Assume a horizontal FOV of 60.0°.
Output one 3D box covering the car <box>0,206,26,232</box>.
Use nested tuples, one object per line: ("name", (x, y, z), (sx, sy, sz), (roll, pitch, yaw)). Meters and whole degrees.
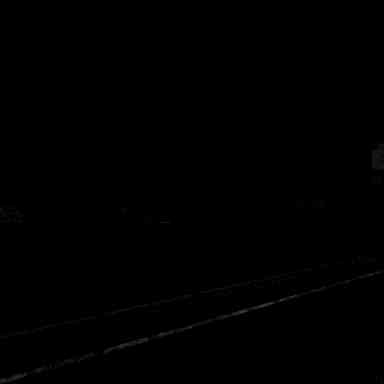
("car", (-10.701, 1.491, 18.896), (2.002, 1.452, 4.674), (0, 0, -35))

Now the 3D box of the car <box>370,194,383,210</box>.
("car", (23.858, 1.385, 43.478), (2.185, 1.767, 4.553), (1, 0, -36))

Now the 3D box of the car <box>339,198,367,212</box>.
("car", (17.033, 1.458, 38.657), (2.097, 1.535, 5.008), (0, 0, -35))

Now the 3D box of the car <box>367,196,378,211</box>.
("car", (19.304, 1.513, 40.272), (2.002, 1.452, 4.674), (0, 0, -35))

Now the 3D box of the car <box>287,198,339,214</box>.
("car", (12.503, 1.441, 35.418), (2.097, 1.535, 5.008), (0, 0, -35))
